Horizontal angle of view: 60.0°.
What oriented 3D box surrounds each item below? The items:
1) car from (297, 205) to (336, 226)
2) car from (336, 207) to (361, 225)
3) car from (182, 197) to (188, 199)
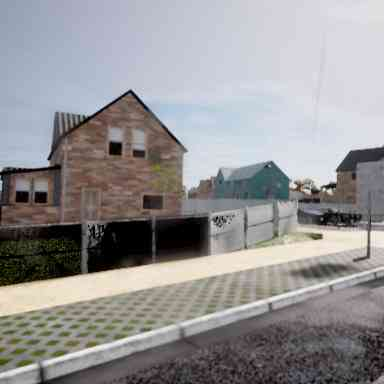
[{"bbox_3d":[7.592,1.634,23.614,1.994,1.385,4.181,2,-2,-28],"label":"car"},{"bbox_3d":[10.085,1.786,25.175,1.895,1.301,4.718,3,-2,-30],"label":"car"},{"bbox_3d":[-1.978,1.863,53.057,2.150,2.045,5.566,2,-1,-17],"label":"car"}]
